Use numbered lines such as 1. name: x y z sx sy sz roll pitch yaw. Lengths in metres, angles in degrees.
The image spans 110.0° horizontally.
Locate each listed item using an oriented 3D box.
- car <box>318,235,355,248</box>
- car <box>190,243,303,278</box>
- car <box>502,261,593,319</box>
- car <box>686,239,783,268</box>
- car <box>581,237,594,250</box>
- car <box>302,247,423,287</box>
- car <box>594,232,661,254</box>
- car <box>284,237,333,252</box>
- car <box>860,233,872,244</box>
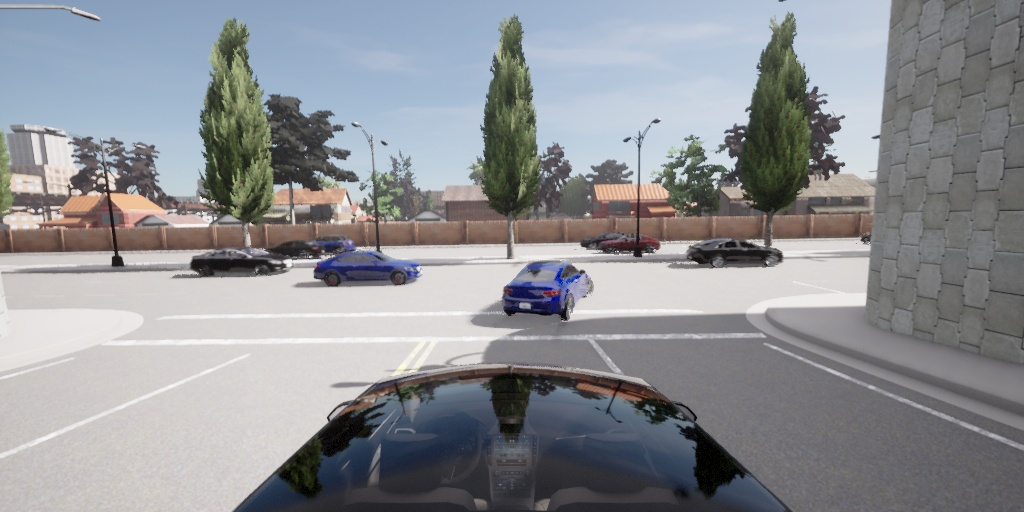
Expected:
1. car: -16.184 -1.020 31.172 4.553 1.767 2.097 -1 6 -1
2. car: -14.647 0.283 19.564 4.902 1.511 2.128 -1 6 -1
3. car: 1.220 0.869 11.237 1.812 1.442 4.674 1 6 23
4. car: 12.290 -0.205 19.870 4.892 1.490 1.837 -1 6 -1
5. car: 8.542 -1.355 31.465 5.008 1.535 1.882 -1 6 -1
6. car: -6.432 0.507 16.183 4.674 1.442 1.812 -1 6 -1
7. car: 9.121 -0.960 27.982 4.674 1.442 1.812 -1 6 -1
8. car: -16.898 -0.477 27.700 4.674 1.442 1.812 -1 6 -1
9. car: 33.860 -1.826 31.747 5.008 1.535 1.882 -1 6 -1
